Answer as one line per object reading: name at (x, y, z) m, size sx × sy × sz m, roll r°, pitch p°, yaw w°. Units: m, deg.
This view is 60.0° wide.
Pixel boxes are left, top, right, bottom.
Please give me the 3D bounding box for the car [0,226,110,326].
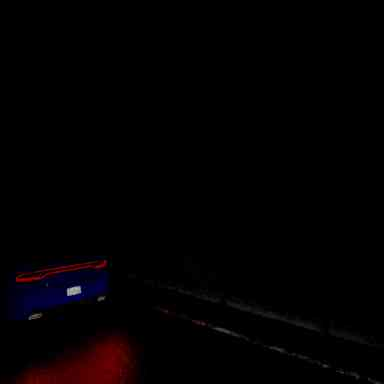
car at (-3.767, 1.476, 7.150) m, size 5.008 × 1.535 × 1.882 m, roll 0°, pitch 0°, yaw 43°
